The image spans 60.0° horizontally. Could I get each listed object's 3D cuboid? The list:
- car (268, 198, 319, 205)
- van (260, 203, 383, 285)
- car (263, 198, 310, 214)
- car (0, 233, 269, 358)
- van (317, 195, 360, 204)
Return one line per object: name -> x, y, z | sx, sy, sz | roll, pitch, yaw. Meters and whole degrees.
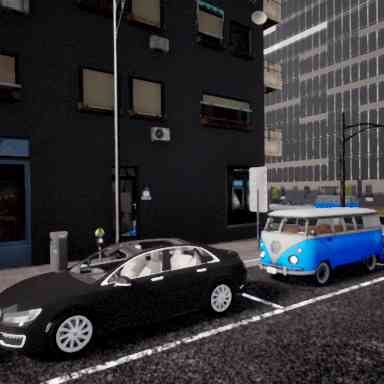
car -> 8.902, 1.478, 30.929 | 1.895, 1.301, 4.718 | -1, 1, -36
van -> 3.599, 1.338, 9.137 | 3.998, 1.788, 1.690 | 0, -1, -35
car -> 9.655, 1.396, 34.292 | 1.947, 1.339, 4.313 | -1, 1, -35
car -> -0.961, 1.550, 5.884 | 4.403, 1.369, 2.008 | 0, -1, -35
van -> 12.832, 1.197, 29.774 | 1.690, 1.788, 3.998 | -1, 1, -35
